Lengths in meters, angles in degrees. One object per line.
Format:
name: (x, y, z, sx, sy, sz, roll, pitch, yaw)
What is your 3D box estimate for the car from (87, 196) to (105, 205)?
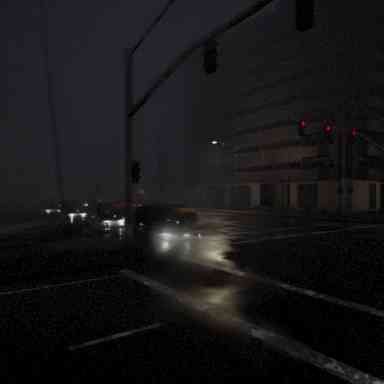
car: (-17.961, 1.581, 62.261, 1.812, 1.442, 4.674, 0, 0, -34)

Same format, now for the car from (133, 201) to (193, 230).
car: (-2.254, 1.560, 21.702, 1.837, 1.490, 4.892, 0, 0, -36)

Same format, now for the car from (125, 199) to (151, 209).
car: (-7.851, 1.656, 48.036, 1.895, 1.301, 4.718, 0, 0, -35)

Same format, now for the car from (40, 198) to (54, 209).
car: (-19.807, 1.533, 46.472, 1.882, 1.535, 5.008, 0, 0, -35)

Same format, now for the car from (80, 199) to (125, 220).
car: (-7.898, 1.603, 29.639, 2.033, 1.411, 5.357, 0, 0, -35)

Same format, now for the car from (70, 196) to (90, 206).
car: (-19.911, 1.547, 58.954, 2.128, 1.511, 4.902, 0, 0, -35)

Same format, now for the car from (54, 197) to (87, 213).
car: (-13.758, 1.603, 37.899, 2.033, 1.411, 5.357, 0, 0, -35)

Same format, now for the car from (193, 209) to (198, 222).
car: (-1.485, 1.533, 26.661, 1.882, 1.535, 5.008, 0, 0, -35)

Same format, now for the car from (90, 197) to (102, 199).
car: (-12.947, 1.603, 42.800, 2.033, 1.411, 5.357, 0, 0, -35)

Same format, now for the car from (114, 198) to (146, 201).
car: (-6.861, 1.407, 34.223, 2.097, 1.767, 4.553, 0, 0, -36)
